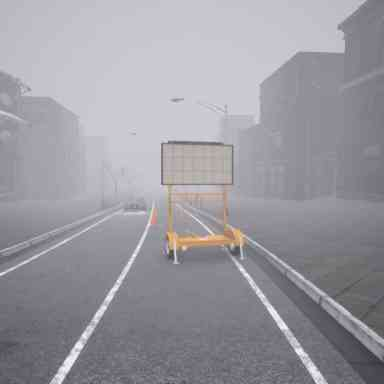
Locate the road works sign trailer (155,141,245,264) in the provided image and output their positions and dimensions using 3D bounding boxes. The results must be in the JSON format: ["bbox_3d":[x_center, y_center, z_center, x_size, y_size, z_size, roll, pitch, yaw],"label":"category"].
[{"bbox_3d":[0.140,0.175,10.820,2.380,3.560,2.880,-1,1,-16],"label":"road works sign trailer"}]

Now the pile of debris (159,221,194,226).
[{"bbox_3d":[-0.893,1.743,18.448,1.860,0.140,1.500,0,1,-5],"label":"pile of debris"}]

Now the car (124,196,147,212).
[{"bbox_3d":[-5.220,1.105,30.986,1.994,1.385,4.181,0,0,-6],"label":"car"}]

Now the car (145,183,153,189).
[{"bbox_3d":[-11.595,-1.623,90.684,1.837,1.490,4.892,0,4,-6],"label":"car"}]
